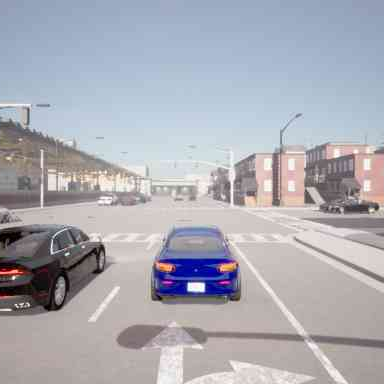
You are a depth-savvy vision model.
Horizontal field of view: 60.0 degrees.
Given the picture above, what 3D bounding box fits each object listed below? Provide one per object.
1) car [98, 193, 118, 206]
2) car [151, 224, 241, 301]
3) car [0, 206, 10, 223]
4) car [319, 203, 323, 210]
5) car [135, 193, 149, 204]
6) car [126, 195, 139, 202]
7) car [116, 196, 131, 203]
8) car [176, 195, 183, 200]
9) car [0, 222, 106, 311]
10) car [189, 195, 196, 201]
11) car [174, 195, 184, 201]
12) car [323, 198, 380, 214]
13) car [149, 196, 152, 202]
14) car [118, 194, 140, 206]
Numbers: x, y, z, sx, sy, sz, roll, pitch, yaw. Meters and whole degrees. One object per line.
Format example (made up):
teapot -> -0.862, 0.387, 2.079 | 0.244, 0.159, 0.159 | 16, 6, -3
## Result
car -> -13.997, 1.221, 55.697 | 2.150, 2.045, 5.566 | 0, 0, 0
car -> 0.091, 1.526, 8.219 | 1.812, 1.442, 4.674 | 0, 0, 0
car -> -14.064, 1.525, 22.292 | 1.812, 1.442, 4.674 | 0, 0, 0
car -> 17.082, 1.505, 38.028 | 4.892, 1.490, 1.837 | 0, 0, 0
car -> -10.424, 1.221, 65.453 | 2.150, 2.045, 5.566 | 0, 0, 1
car -> -13.872, 1.524, 78.106 | 2.128, 1.511, 4.902 | 0, 0, 0
car -> -13.893, 1.564, 67.622 | 1.994, 1.385, 4.181 | 0, 0, 0
car -> -3.349, 1.524, 92.129 | 1.812, 1.442, 4.674 | 0, 0, 0
car -> -3.416, 1.505, 7.761 | 1.837, 1.490, 4.892 | 0, 0, 0
car -> 0.134, 1.500, 81.583 | 1.837, 1.490, 4.892 | 0, 0, 0
car -> -3.366, 1.595, 82.083 | 1.895, 1.301, 4.718 | 0, 0, 0
car -> 16.779, 1.491, 34.521 | 4.902, 1.511, 2.128 | 0, 0, 0
car -> -10.375, 1.540, 76.144 | 2.033, 1.411, 5.357 | 0, 0, 0
car -> -10.497, 1.477, 55.569 | 1.882, 1.535, 5.008 | 0, 0, 0
